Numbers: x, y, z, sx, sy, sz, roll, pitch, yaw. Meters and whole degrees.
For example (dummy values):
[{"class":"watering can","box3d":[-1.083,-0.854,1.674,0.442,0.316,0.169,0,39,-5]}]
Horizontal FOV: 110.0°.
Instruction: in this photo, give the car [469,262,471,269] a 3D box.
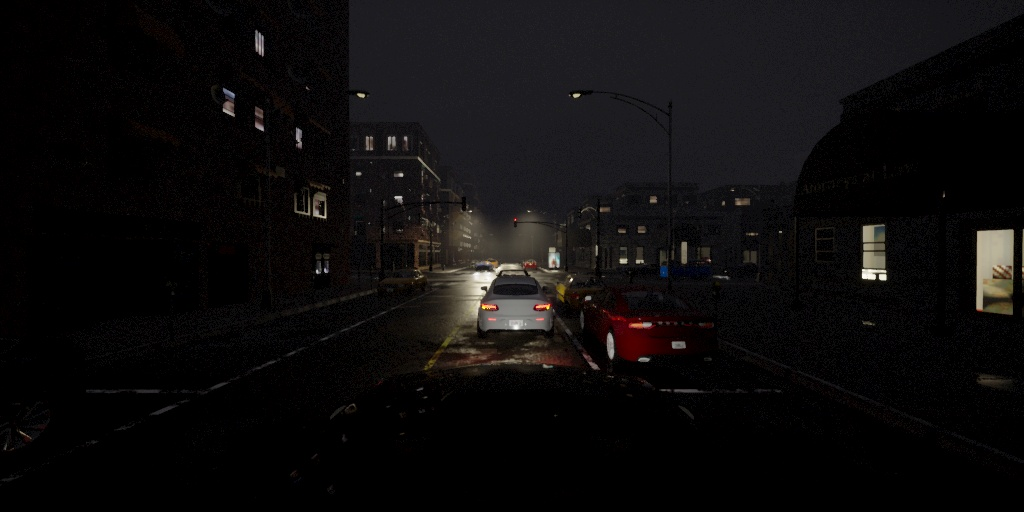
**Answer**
[{"class":"car","box3d":[-5.799,1.331,57.518,2.007,1.370,4.403,0,0,0]}]

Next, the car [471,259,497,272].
[{"class":"car","box3d":[-3.448,1.364,45.287,1.895,1.301,4.718,0,0,4]}]

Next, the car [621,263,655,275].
[{"class":"car","box3d":[13.423,1.382,35.949,4.718,1.301,1.895,0,0,-1]}]

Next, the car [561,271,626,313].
[{"class":"car","box3d":[2.667,1.276,13.852,1.751,1.417,4.829,0,0,0]}]

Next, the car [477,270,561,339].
[{"class":"car","box3d":[0.084,1.276,9.999,1.812,1.442,4.674,0,0,0]}]

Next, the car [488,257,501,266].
[{"class":"car","box3d":[-3.181,1.257,56.919,1.882,1.535,5.008,0,0,0]}]

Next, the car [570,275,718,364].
[{"class":"car","box3d":[2.678,1.295,7.985,1.888,1.381,4.507,0,0,0]}]

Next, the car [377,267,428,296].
[{"class":"car","box3d":[-5.725,1.278,19.197,1.751,1.417,4.829,0,0,0]}]

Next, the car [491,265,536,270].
[{"class":"car","box3d":[0.076,1.353,19.110,1.895,1.301,4.718,0,0,0]}]

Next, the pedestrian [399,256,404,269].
[{"class":"pedestrian","box3d":[-12.707,0.831,41.234,0.375,1.860,0.375,0,0,-1]}]

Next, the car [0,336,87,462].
[{"class":"car","box3d":[-5.692,1.316,2.277,1.948,1.339,4.313,0,0,0]}]

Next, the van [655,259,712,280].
[{"class":"van","box3d":[14.600,1.164,30.172,3.998,1.789,1.690,0,0,-1]}]

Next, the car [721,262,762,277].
[{"class":"car","box3d":[23.473,1.371,36.041,4.181,1.385,1.994,0,0,0]}]

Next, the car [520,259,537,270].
[{"class":"car","box3d":[2.593,1.213,51.850,1.967,1.591,4.097,0,0,0]}]
